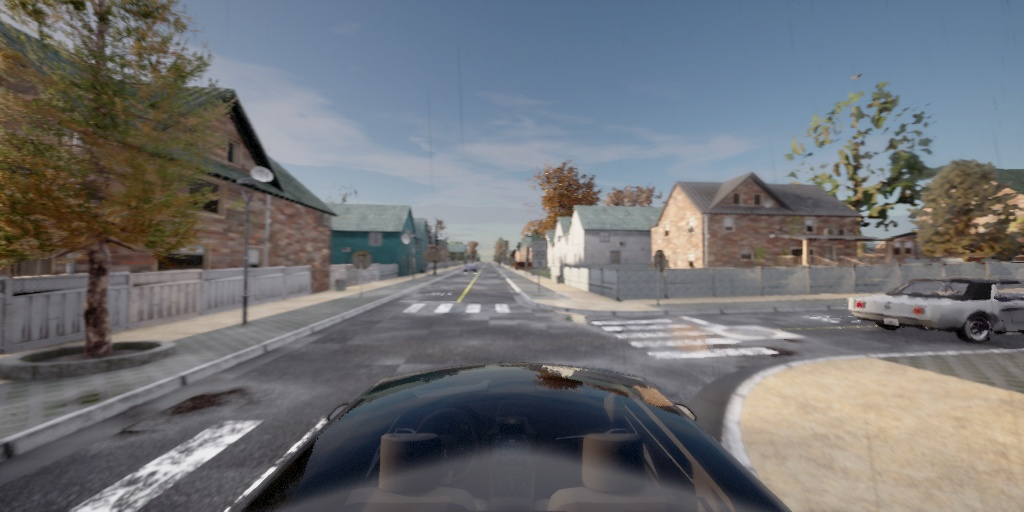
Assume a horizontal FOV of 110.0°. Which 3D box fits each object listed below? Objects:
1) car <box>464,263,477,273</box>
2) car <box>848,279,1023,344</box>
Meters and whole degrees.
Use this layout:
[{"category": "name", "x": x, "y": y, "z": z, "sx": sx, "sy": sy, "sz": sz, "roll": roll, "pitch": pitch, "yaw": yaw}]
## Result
[{"category": "car", "x": -6.501, "y": 1.833, "z": 56.700, "sx": 1.812, "sy": 1.442, "sz": 4.674, "roll": 1, "pitch": -1, "yaw": -4}, {"category": "car", "x": 10.909, "y": 1.173, "z": 8.348, "sx": 4.718, "sy": 1.301, "sz": 1.895, "roll": -1, "pitch": -2, "yaw": -3}]
